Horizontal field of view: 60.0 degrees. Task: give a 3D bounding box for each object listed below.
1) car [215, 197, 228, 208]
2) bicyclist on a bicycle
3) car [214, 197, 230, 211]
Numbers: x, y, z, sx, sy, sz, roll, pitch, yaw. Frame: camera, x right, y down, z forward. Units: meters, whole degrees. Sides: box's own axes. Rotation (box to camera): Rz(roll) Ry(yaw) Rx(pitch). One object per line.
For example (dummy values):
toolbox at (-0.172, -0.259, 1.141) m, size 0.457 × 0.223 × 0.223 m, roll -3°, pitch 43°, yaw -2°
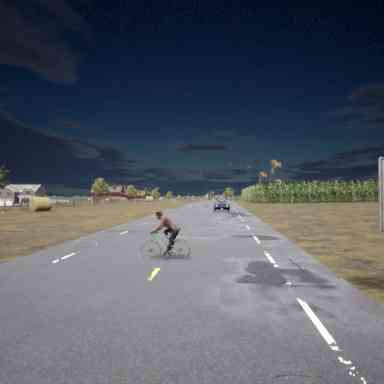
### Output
car at (4.472, 1.576, 49.750) m, size 1.837 × 1.490 × 4.892 m, roll 0°, pitch 0°, yaw 5°
bicyclist on a bicycle at (-0.892, 1.456, 10.960) m, size 1.656 × 1.620 × 0.582 m, roll -2°, pitch 0°, yaw 5°
car at (3.579, 1.623, 39.879) m, size 1.895 × 1.301 × 4.718 m, roll 0°, pitch 0°, yaw 5°
